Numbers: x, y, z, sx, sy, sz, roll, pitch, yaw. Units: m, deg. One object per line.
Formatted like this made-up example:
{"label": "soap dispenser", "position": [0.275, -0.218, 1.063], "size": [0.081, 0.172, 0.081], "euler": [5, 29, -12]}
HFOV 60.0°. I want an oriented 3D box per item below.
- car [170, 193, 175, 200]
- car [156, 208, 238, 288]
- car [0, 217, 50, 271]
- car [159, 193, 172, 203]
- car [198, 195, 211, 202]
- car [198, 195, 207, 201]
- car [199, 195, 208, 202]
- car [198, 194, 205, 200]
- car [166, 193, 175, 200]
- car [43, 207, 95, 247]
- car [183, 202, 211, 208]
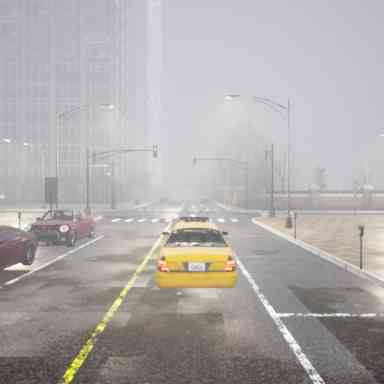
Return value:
{"label": "car", "position": [-5.913, 1.320, 85.848], "size": [1.967, 1.590, 4.097], "euler": [0, 0, 0]}
{"label": "car", "position": [0.090, 1.453, 9.150], "size": [1.801, 1.575, 5.366], "euler": [0, 0, 0]}
{"label": "car", "position": [-5.699, 1.579, 8.949], "size": [1.802, 1.307, 4.206], "euler": [0, 0, 0]}
{"label": "car", "position": [-5.899, 1.482, 69.164], "size": [1.947, 1.339, 4.313], "euler": [0, 0, 0]}
{"label": "car", "position": [2.693, 1.490, 63.674], "size": [1.947, 1.339, 4.313], "euler": [0, 0, 0]}
{"label": "car", "position": [2.617, 1.445, 80.349], "size": [2.008, 1.369, 4.403], "euler": [0, 0, 0]}
{"label": "car", "position": [2.622, 1.451, 74.788], "size": [1.887, 1.381, 4.507], "euler": [0, 0, 0]}
{"label": "car", "position": [2.607, 1.407, 91.470], "size": [1.887, 1.381, 4.507], "euler": [0, 0, 0]}
{"label": "car", "position": [-5.917, 1.178, 91.407], "size": [2.192, 1.841, 5.009], "euler": [0, 0, 0]}
{"label": "car", "position": [-5.704, 1.432, 14.642], "size": [1.967, 1.590, 4.097], "euler": [0, 0, 0]}
{"label": "car", "position": [0.098, 1.534, 19.413], "size": [2.033, 1.411, 5.357], "euler": [0, 0, 0]}
